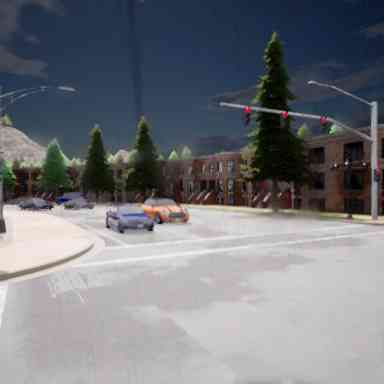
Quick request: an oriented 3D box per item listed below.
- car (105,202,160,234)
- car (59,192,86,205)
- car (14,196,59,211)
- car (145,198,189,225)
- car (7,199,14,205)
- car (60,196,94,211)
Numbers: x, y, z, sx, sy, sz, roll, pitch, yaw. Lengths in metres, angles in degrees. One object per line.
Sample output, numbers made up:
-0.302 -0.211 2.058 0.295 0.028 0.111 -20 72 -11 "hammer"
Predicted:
-3.671 1.442 18.926 1.812 1.442 4.674 -1 1 -27 "car"
-18.862 1.073 51.983 5.566 2.045 2.150 0 0 29 "car"
-18.293 1.477 38.973 5.357 1.411 2.033 0 0 38 "car"
-2.006 1.228 23.135 2.097 1.767 4.553 -1 0 -29 "car"
-28.419 1.465 56.157 5.357 1.411 2.033 0 0 15 "car"
-13.312 1.444 39.165 4.181 1.385 1.994 0 0 43 "car"
